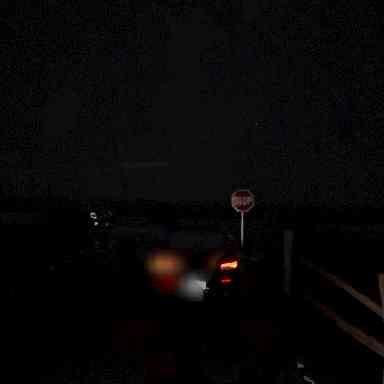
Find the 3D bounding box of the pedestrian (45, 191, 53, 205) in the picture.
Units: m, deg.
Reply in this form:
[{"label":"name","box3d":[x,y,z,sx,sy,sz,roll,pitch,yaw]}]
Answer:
[{"label":"pedestrian","box3d":[-12.037,0.780,27.991,0.375,1.860,0.375,0,1,0]}]

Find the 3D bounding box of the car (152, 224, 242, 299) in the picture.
[{"label":"car","box3d":[0.091,1.519,8.305,1.812,1.442,4.674,0,0,0]}]

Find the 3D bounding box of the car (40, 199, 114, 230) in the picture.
[{"label":"car","box3d":[-7.062,1.269,20.526,4.553,1.767,2.097,2,2,23]}]
